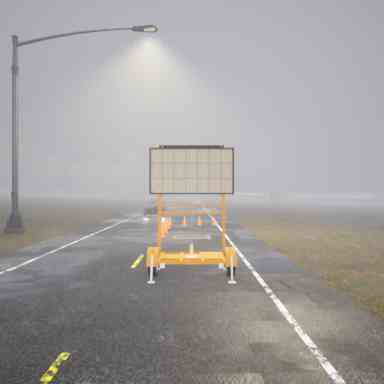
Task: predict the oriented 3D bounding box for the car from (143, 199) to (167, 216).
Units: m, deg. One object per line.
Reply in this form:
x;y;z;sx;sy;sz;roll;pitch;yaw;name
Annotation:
-3.522;1.479;32.272;1.882;1.535;5.008;0;0;0;car

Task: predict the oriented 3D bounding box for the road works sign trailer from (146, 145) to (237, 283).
-0.007;0.465;9.602;2.380;3.560;2.880;0;0;0;road works sign trailer
